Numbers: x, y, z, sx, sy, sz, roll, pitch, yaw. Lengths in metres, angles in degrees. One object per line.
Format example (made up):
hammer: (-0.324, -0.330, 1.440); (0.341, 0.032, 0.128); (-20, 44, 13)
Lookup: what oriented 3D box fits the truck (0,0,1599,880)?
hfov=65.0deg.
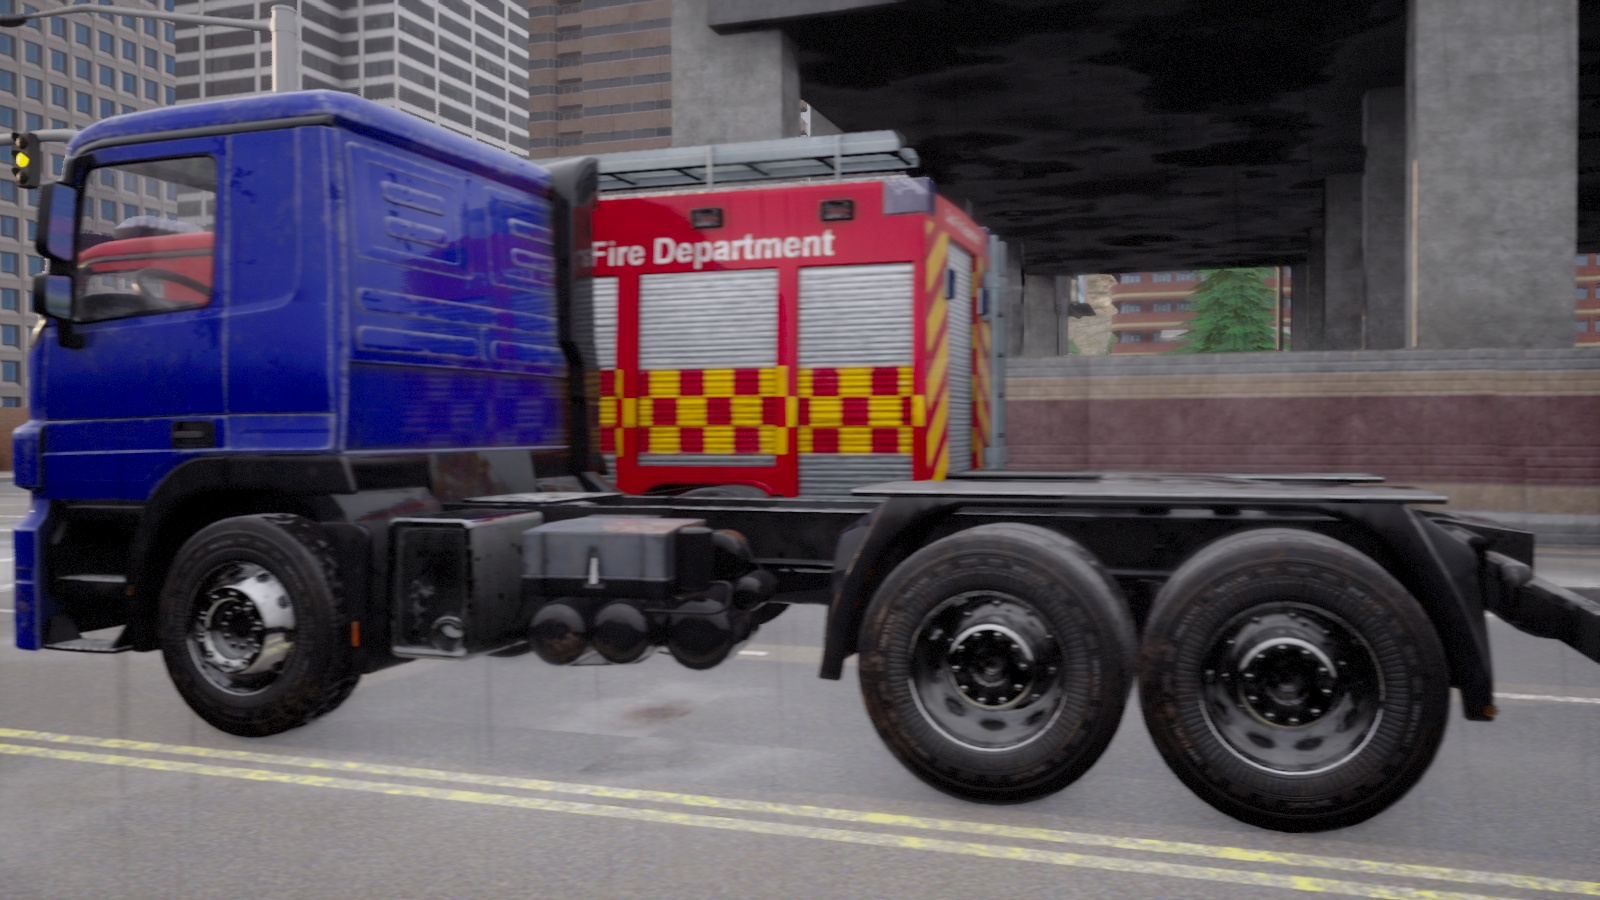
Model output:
truck: (-0.304, -0.268, 6.972); (7.936, 3.462, 2.891); (1, 1, 19)

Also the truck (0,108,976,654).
truck: (-2.868, -0.533, 11.519); (8.468, 3.827, 2.891); (1, 1, 19)
